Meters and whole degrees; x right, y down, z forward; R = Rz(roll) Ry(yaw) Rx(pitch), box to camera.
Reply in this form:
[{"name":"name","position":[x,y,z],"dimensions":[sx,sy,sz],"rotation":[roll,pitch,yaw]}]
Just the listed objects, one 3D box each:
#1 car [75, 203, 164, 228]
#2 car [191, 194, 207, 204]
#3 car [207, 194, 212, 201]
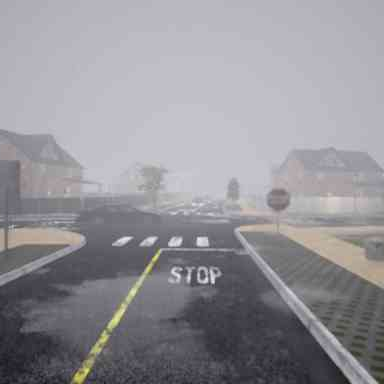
[{"name":"car","position":[-4.481,1.426,20.822],"dimensions":[5.357,1.411,2.033],"rotation":[1,0,-15]},{"name":"car","position":[1.046,1.296,57.899],"dimensions":[1.994,1.385,4.181],"rotation":[0,0,8]},{"name":"car","position":[3.274,1.172,72.915],"dimensions":[2.033,1.411,5.357],"rotation":[0,0,9]}]
